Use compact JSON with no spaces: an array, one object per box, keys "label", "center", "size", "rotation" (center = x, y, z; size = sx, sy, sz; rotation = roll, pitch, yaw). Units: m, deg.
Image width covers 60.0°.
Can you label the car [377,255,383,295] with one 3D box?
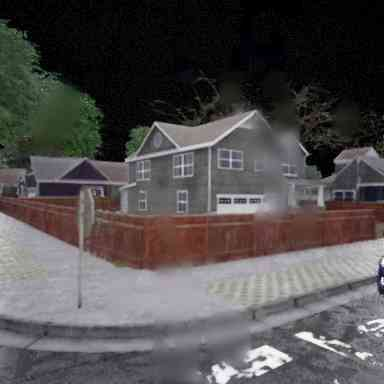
[{"label":"car","center":[6.127,1.419,7.427],"size":[4.553,1.767,2.097],"rotation":[1,-1,-35]}]
